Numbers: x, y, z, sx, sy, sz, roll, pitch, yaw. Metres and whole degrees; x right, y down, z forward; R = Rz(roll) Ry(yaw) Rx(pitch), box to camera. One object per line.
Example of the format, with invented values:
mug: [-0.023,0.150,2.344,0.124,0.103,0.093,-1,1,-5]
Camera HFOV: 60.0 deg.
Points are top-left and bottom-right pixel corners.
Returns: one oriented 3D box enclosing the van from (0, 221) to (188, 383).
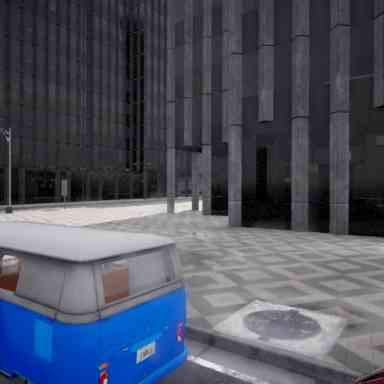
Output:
van: [-1.957,1.341,4.357,3.998,1.788,1.690,0,0,35]

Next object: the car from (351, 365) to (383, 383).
car: [2.543,1.440,1.153,4.097,1.590,1.967,0,0,35]
